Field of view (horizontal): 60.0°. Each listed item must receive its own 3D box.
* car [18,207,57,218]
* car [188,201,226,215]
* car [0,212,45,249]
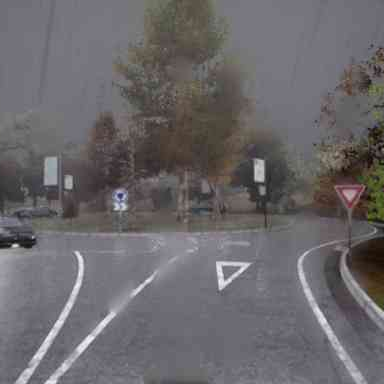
[{"bbox_3d":[-18.784,2.482,39.946,2.033,1.411,5.357,-1,-1,24],"label":"car"},{"bbox_3d":[2.245,2.357,48.678,5.566,2.045,2.150,0,-1,21],"label":"car"},{"bbox_3d":[-8.866,1.837,15.459,2.033,1.411,5.357,1,-2,-41],"label":"car"}]
